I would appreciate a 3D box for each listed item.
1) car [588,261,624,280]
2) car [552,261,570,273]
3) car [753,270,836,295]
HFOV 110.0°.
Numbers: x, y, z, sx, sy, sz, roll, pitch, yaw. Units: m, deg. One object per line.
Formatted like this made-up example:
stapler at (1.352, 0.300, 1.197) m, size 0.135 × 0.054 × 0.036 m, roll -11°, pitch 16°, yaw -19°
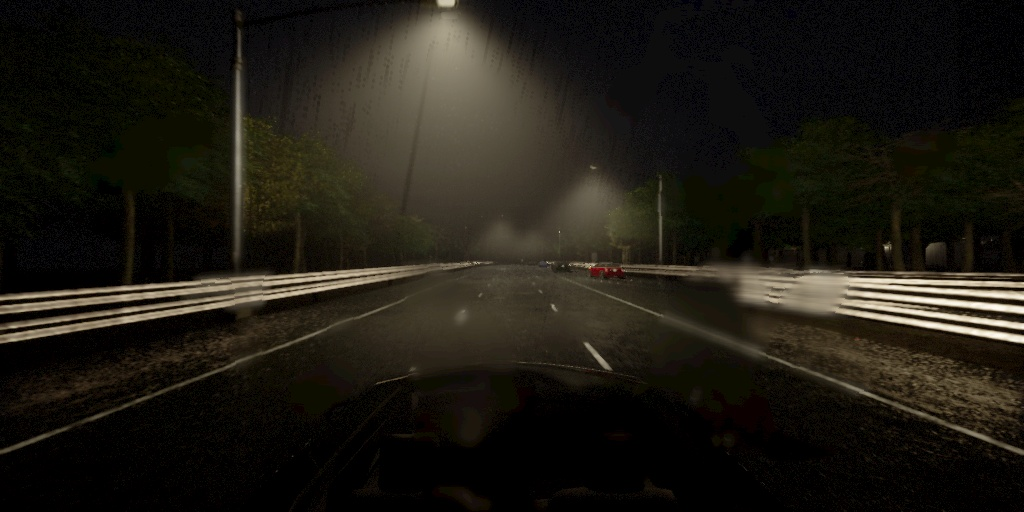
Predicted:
car at (9.134, 1.375, 35.264) m, size 2.097 × 1.767 × 4.553 m, roll 0°, pitch 0°, yaw -11°
car at (7.073, 1.480, 52.246) m, size 2.097 × 1.767 × 4.553 m, roll 0°, pitch 0°, yaw -1°
car at (14.327, 1.425, 17.819) m, size 1.812 × 1.442 × 4.674 m, roll 0°, pitch -1°, yaw -21°
